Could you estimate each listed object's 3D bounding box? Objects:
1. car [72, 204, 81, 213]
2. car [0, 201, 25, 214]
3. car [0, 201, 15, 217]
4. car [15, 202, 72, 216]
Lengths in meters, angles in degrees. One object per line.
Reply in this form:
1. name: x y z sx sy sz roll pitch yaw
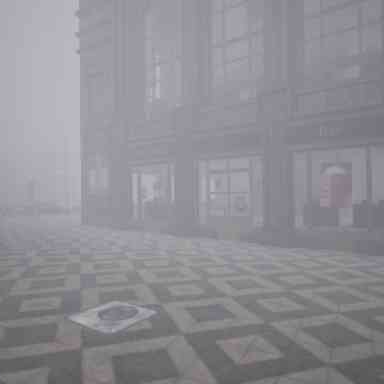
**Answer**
1. car: -10.811 1.564 36.571 1.752 1.417 4.829 -1 -1 35
2. car: -21.123 1.694 36.759 2.008 1.369 4.403 -1 -1 35
3. car: -17.464 1.544 27.181 2.008 1.369 4.403 -1 -1 35
4. car: -14.185 1.579 31.807 1.947 1.339 4.313 -1 -1 35
